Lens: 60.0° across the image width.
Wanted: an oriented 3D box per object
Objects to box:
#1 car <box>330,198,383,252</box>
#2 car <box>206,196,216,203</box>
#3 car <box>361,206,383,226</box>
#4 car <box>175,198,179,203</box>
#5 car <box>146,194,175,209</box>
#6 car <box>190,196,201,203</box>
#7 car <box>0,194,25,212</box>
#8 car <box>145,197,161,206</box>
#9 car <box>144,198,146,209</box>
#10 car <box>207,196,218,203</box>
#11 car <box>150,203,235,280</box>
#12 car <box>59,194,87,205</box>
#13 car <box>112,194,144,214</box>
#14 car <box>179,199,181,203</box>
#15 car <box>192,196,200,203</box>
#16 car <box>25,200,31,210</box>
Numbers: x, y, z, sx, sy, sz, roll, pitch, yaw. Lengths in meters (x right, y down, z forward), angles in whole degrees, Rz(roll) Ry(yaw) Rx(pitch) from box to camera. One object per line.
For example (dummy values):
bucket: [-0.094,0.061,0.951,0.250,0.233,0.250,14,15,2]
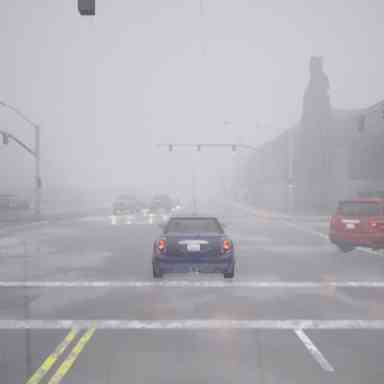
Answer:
car: [7.612,1.243,12.596,5.566,2.045,2.150,0,-2,-32]
car: [4.401,1.665,76.568,2.128,1.511,4.902,0,0,2]
car: [14.691,1.642,23.353,4.718,1.301,1.895,0,0,0]
car: [-3.405,1.616,49.249,1.812,1.442,4.674,0,0,2]
car: [-3.651,1.294,39.441,2.150,2.045,5.566,0,0,1]
car: [0.630,1.626,66.480,1.837,1.490,4.892,0,0,2]
car: [-21.449,1.223,36.546,4.605,1.855,1.932,0,0,0]
car: [-6.628,1.653,57.248,2.033,1.411,5.357,0,0,2]
car: [-6.973,1.564,46.970,1.882,1.535,5.008,0,0,2]
car: [4.126,1.646,66.289,1.812,1.442,4.674,0,0,2]
car: [0.026,1.370,10.209,2.097,1.767,4.553,0,0,0]
car: [-21.405,1.266,59.064,3.866,1.878,1.905,0,0,0]
car: [-7.196,1.290,37.027,2.150,2.045,5.566,0,0,1]
car: [-3.064,1.709,59.281,1.895,1.301,4.718,0,0,2]
car: [0.900,1.618,76.570,1.882,1.535,5.008,0,0,2]
car: [-21.391,1.231,39.440,3.866,1.878,1.905,0,0,0]
